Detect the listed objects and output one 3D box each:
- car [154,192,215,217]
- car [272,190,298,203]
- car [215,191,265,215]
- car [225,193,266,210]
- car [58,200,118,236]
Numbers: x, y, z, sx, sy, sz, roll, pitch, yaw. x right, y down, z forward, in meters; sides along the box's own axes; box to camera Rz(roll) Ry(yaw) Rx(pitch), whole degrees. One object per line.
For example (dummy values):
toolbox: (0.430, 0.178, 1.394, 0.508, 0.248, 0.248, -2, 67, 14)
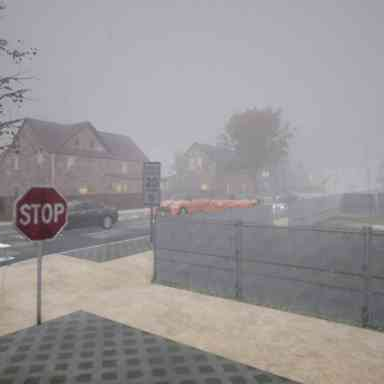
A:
car: (-0.617, 0.816, 23.698, 2.097, 1.767, 4.553, 1, 2, 35)
car: (11.309, 0.475, 40.393, 2.128, 1.511, 4.902, 1, 2, 36)
car: (3.114, 0.808, 23.886, 2.097, 1.767, 4.553, 1, 2, 36)
car: (5.213, 0.829, 31.885, 1.895, 1.301, 4.718, 1, 2, 35)
car: (-5.849, 1.181, 16.349, 1.837, 1.490, 4.892, 1, 2, 36)
